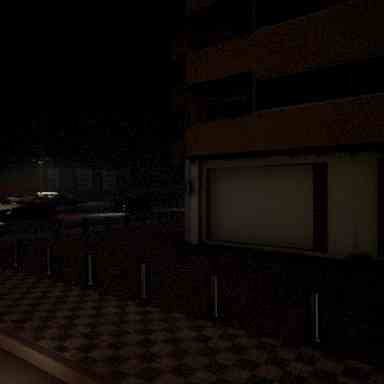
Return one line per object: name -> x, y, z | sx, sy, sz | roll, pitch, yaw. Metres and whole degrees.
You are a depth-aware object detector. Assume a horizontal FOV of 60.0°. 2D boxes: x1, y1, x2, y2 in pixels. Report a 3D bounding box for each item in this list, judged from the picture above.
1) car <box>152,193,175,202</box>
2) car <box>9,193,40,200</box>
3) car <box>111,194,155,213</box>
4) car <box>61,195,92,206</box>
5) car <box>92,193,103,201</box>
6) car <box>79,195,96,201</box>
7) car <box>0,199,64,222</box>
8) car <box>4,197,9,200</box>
car -> -5.587, 1.209, 69.185 | 1.932, 1.855, 4.605 | 0, 0, 35
car -> -34.062, 1.209, 67.886 | 1.932, 1.855, 4.605 | 0, 0, 35
car -> -6.686, 1.408, 37.245 | 2.097, 1.767, 4.553 | 0, 0, 35
car -> -20.214, 1.451, 58.202 | 1.970, 1.475, 3.806 | 0, 0, 35
car -> -23.961, 1.211, 82.202 | 1.905, 1.878, 3.866 | 0, 0, 35
car -> -26.319, 1.451, 83.883 | 1.970, 1.475, 3.806 | 0, 0, 35
car -> -13.437, 1.581, 27.600 | 1.812, 1.442, 4.674 | 0, 0, 35
car -> -36.389, 1.419, 69.611 | 1.784, 1.438, 3.905 | 0, 0, 35
